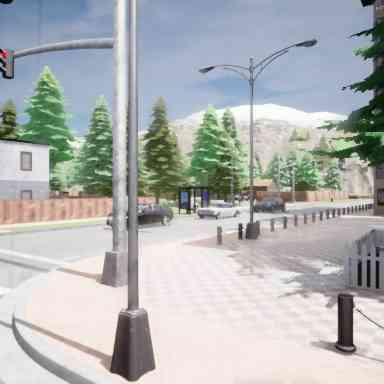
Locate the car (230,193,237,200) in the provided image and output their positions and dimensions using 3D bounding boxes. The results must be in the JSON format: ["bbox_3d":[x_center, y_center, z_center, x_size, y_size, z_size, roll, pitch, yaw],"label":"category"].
[{"bbox_3d":[10.741,1.146,79.113,1.905,1.878,3.866,0,0,36],"label":"car"}]

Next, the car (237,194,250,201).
[{"bbox_3d":[13.005,1.144,77.953,1.932,1.855,4.605,0,0,36],"label":"car"}]

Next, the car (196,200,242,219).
[{"bbox_3d":[2.412,1.586,28.616,1.895,1.301,4.718,0,0,37],"label":"car"}]

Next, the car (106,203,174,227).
[{"bbox_3d":[-3.209,1.476,21.227,2.128,1.511,4.902,0,0,37],"label":"car"}]

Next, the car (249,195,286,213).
[{"bbox_3d":[8.606,1.337,36.723,2.097,1.767,4.553,0,0,38],"label":"car"}]
